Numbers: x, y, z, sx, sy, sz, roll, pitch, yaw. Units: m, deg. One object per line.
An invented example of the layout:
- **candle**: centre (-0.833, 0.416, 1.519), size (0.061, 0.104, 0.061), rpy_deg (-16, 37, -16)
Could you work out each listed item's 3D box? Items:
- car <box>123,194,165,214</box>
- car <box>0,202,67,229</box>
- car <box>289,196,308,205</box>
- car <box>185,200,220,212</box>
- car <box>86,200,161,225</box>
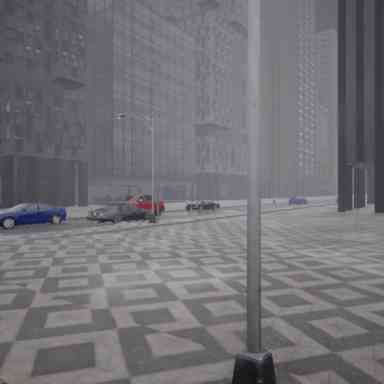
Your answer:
- **car**: centre (-4.779, 1.189, 29.835), size (2.150, 2.045, 5.566), rpy_deg (0, 0, 36)
- **car**: centre (-10.714, 1.458, 21.719), size (1.882, 1.535, 5.008), rpy_deg (0, 0, 36)
- **car**: centre (17.647, 1.401, 55.079), size (1.882, 1.535, 5.008), rpy_deg (0, 0, 36)
- **car**: centre (1.215, 1.555, 38.021), size (1.895, 1.301, 4.718), rpy_deg (0, 0, 36)
- **car**: centre (-4.979, 1.521, 24.145), size (2.033, 1.411, 5.357), rpy_deg (0, 0, 36)
